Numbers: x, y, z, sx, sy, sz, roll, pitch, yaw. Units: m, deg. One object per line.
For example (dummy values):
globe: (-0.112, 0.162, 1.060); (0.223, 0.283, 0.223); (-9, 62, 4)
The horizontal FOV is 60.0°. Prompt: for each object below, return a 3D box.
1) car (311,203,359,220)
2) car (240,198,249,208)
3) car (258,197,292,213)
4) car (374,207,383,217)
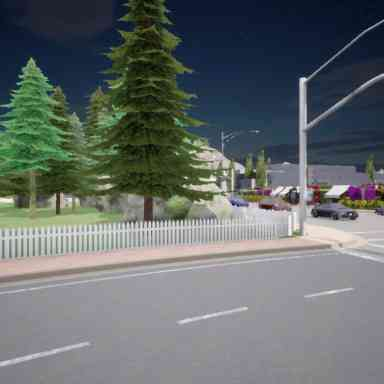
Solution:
car: (12.090, 1.619, 28.427); (1.994, 1.385, 4.181); (0, 0, -16)
car: (6.409, 1.533, 47.613); (1.882, 1.535, 5.008); (0, 0, -17)
car: (9.337, 1.407, 37.718); (2.097, 1.767, 4.553); (0, 0, -16)
car: (18.993, 1.602, 29.762); (2.033, 1.411, 5.357); (0, 0, -13)
